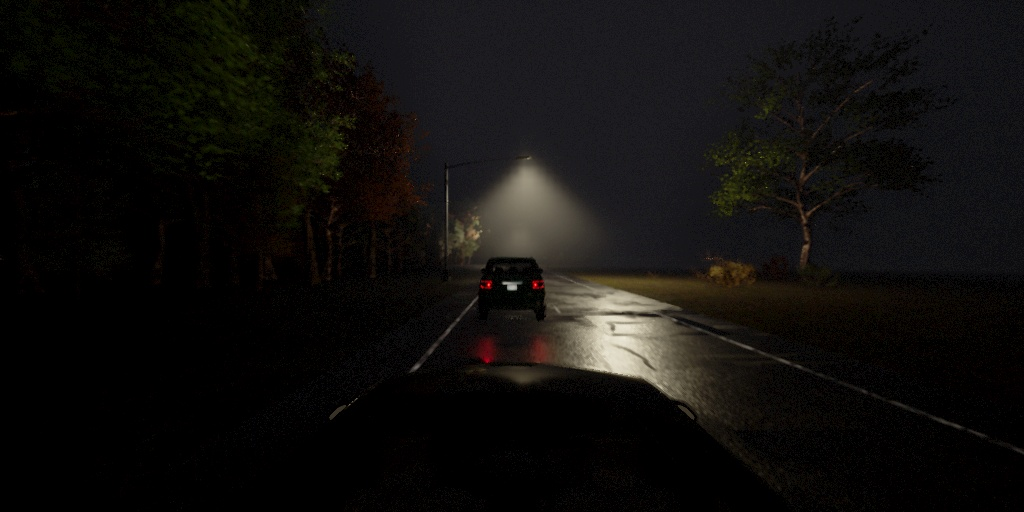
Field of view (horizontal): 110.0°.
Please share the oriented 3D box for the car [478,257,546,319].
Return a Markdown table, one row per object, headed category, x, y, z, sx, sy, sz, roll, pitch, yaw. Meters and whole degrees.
| category | x | y | z | sx | sy | sz | roll | pitch | yaw |
| --- | --- | --- | --- | --- | --- | --- | --- | --- | --- |
| car | 0.003 | 1.048 | 13.347 | 2.150 | 2.045 | 5.566 | 0 | 0 | 0 |
